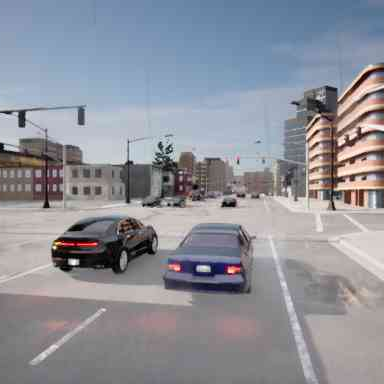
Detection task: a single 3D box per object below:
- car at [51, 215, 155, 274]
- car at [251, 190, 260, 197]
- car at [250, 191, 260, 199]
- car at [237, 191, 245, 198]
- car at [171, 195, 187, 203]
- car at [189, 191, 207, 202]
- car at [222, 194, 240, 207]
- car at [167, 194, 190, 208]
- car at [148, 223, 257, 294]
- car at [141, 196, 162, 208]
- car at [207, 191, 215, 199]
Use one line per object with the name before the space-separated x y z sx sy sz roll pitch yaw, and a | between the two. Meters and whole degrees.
car | -2.511 1.504 10.700 1.837 1.490 4.892 0 0 11
car | 16.337 0.456 85.645 2.097 1.767 4.553 0 1 11
car | 14.335 0.873 75.440 2.128 1.511 4.902 0 1 11
car | 12.098 0.604 82.215 2.097 1.767 4.553 0 1 11
car | -2.376 1.229 63.257 1.895 1.301 4.718 0 1 12
car | 1.116 1.128 62.886 1.837 1.490 4.892 0 1 12
car | 5.377 1.405 47.472 1.994 1.385 4.181 0 1 11
car | -2.166 1.372 46.372 2.128 1.511 4.902 0 1 11
car | 0.707 1.547 8.956 2.033 1.411 5.357 0 0 11
car | -5.646 1.390 46.805 1.837 1.490 4.892 0 1 11
car | 4.143 0.695 78.030 2.097 1.767 4.553 0 1 11
